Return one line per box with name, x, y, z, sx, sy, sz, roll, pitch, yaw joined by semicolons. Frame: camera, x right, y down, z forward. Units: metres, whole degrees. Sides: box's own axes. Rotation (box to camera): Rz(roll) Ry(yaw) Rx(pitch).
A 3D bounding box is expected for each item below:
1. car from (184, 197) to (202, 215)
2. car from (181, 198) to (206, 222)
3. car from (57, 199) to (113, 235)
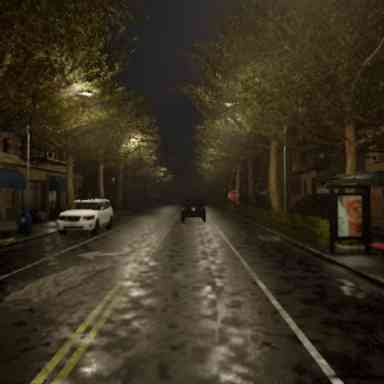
car;0.128;1.751;42.926;2.150;2.045;5.566;0;0;0
car;0.138;1.597;30.490;2.150;2.045;5.566;0;-1;0
car;-6.529;1.487;21.020;2.435;2.045;5.566;0;-1;0
